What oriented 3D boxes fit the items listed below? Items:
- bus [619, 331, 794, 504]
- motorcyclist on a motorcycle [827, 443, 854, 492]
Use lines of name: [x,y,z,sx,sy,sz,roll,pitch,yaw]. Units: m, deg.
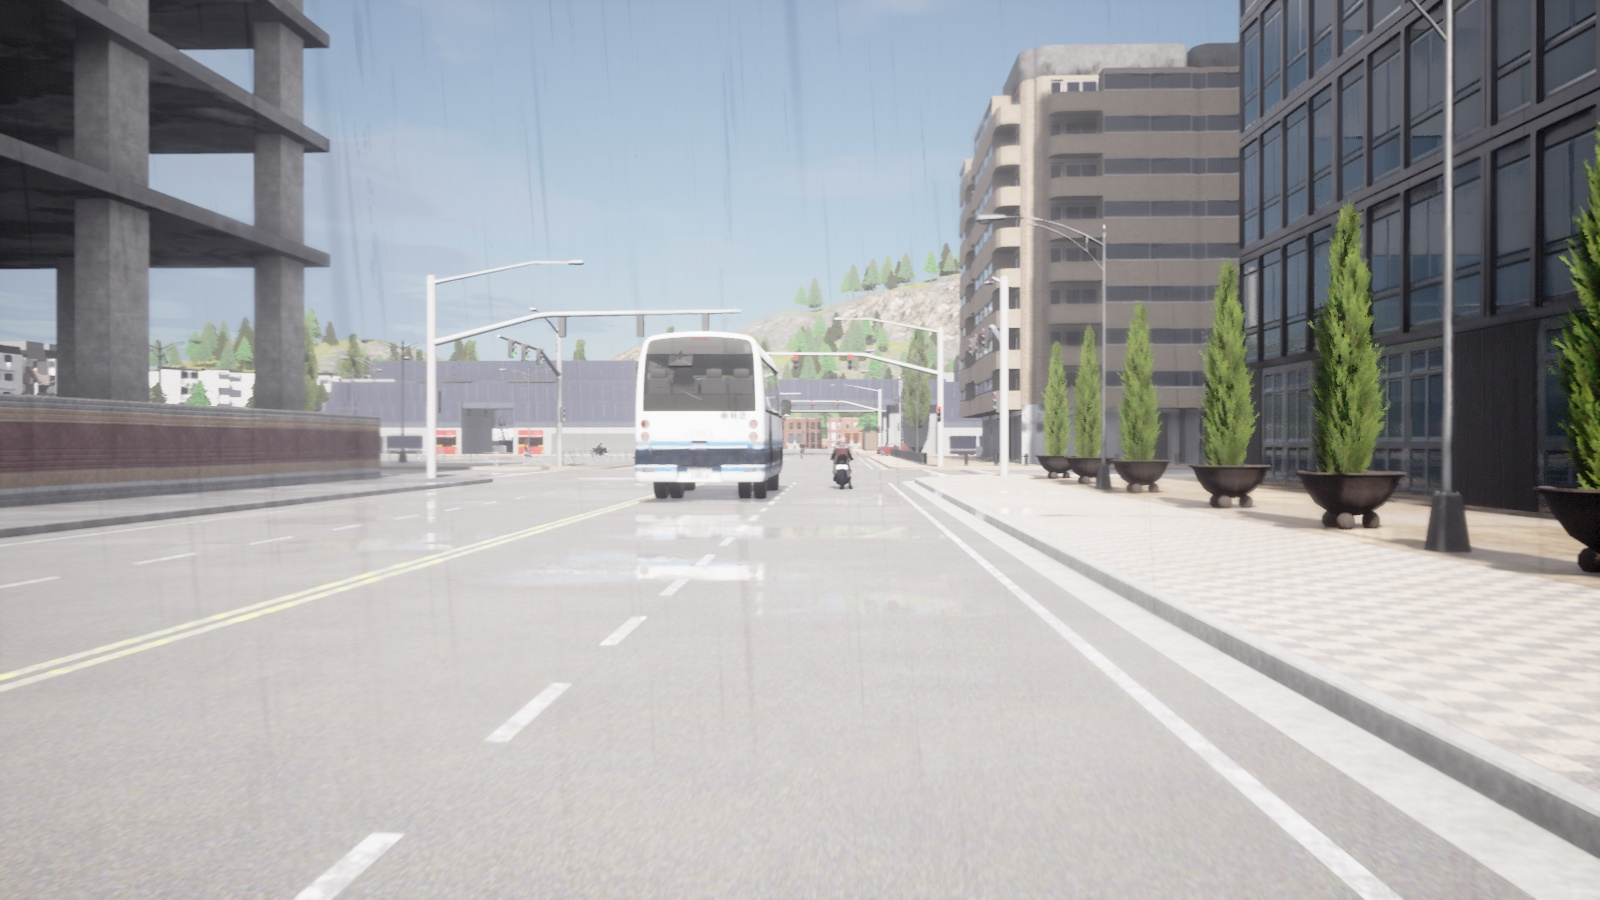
bus: [-2.331,-0.836,36.058,3.944,4.253,10.273,0,0,2]
motorcyclist on a motorcycle: [1.315,0.553,40.640,0.866,1.530,2.191,0,0,2]
